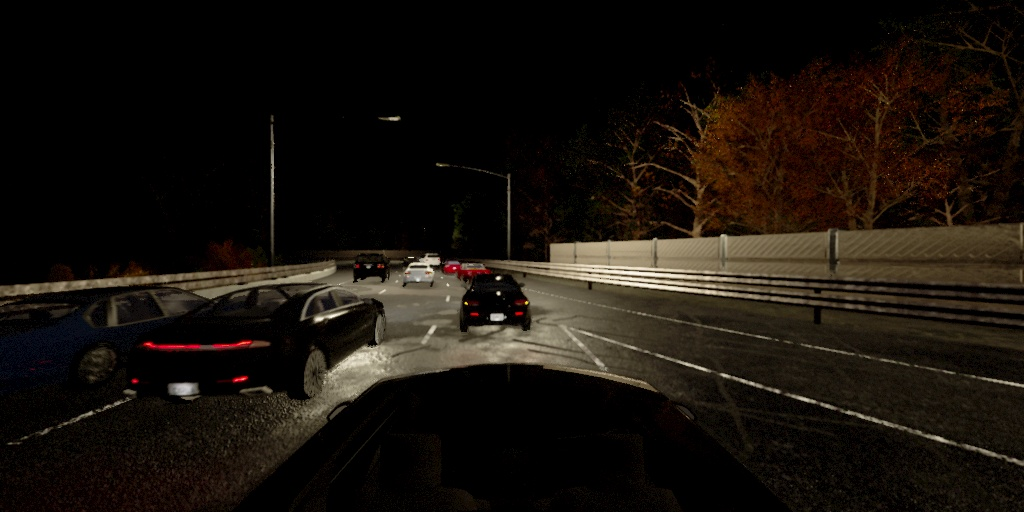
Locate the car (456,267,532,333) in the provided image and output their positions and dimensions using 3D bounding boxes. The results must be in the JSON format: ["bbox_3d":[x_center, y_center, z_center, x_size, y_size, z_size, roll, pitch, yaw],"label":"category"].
[{"bbox_3d":[-0.546,1.228,10.552,1.812,1.442,4.674,0,0,-5],"label":"car"}]

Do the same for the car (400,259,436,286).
[{"bbox_3d":[-6.106,1.160,23.648,1.812,1.442,4.674,0,0,-12],"label":"car"}]

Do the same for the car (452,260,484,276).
[{"bbox_3d":[-3.038,1.217,26.945,1.895,1.301,4.718,0,0,-17],"label":"car"}]

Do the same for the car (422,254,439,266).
[{"bbox_3d":[-11.351,0.717,49.242,2.150,2.045,5.566,0,0,-25],"label":"car"}]

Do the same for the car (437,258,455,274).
[{"bbox_3d":[-6.209,1.126,36.905,1.994,1.385,4.181,0,0,-18],"label":"car"}]

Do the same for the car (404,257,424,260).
[{"bbox_3d":[-12.113,1.040,42.649,1.837,1.490,4.892,0,0,-23],"label":"car"}]

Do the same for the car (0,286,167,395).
[{"bbox_3d":[-7.165,1.273,6.630,2.033,1.411,5.357,0,0,-4],"label":"car"}]

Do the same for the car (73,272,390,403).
[{"bbox_3d":[-3.718,1.219,6.325,2.128,1.511,4.902,0,0,-3],"label":"car"}]

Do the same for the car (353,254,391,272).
[{"bbox_3d":[-10.460,0.840,26.943,2.150,2.045,5.566,0,0,-15],"label":"car"}]
